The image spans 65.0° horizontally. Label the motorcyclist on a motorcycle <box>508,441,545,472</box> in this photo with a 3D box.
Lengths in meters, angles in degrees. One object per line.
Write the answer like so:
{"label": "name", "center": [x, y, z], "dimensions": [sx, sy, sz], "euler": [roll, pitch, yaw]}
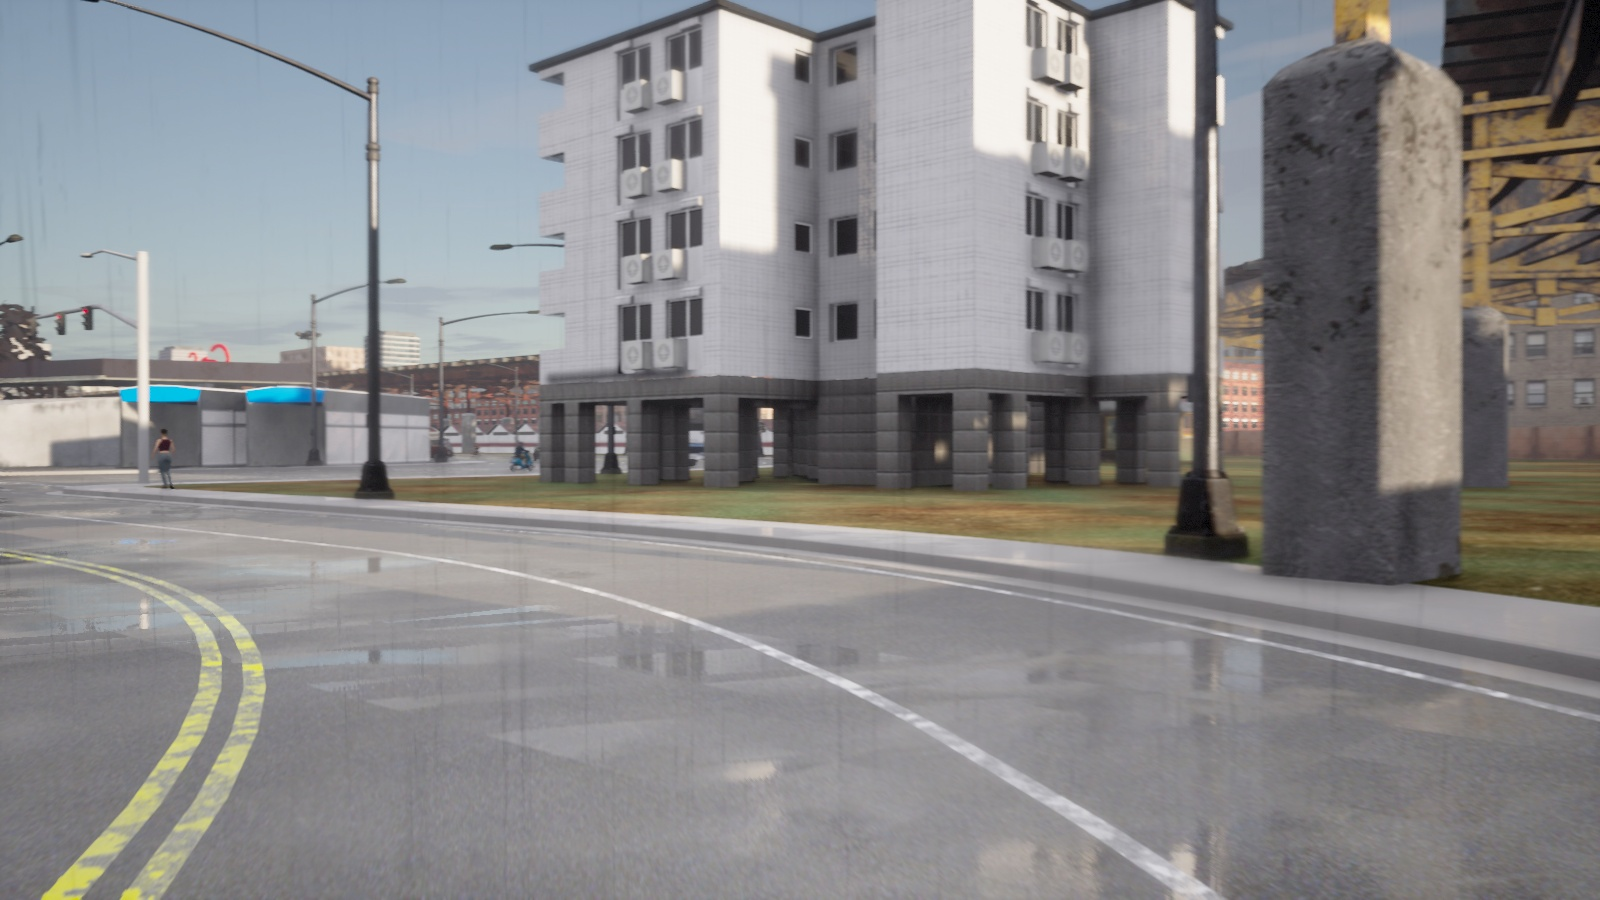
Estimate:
{"label": "motorcyclist on a motorcycle", "center": [-14.447, 0.336, 66.307], "dimensions": [0.866, 1.590, 1.817], "euler": [0, 0, 31]}

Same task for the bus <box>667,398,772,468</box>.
{"label": "bus", "center": [-5.012, -1.086, 81.402], "dimensions": [3.944, 4.253, 10.273], "euler": [0, 1, 13]}

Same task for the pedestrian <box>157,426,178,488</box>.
{"label": "pedestrian", "center": [-18.823, 0.208, 37.387], "dimensions": [0.594, 1.836, 0.345], "euler": [0, 0, 39]}
